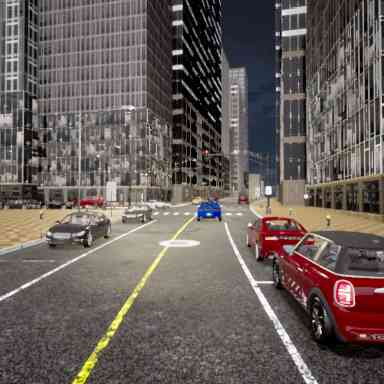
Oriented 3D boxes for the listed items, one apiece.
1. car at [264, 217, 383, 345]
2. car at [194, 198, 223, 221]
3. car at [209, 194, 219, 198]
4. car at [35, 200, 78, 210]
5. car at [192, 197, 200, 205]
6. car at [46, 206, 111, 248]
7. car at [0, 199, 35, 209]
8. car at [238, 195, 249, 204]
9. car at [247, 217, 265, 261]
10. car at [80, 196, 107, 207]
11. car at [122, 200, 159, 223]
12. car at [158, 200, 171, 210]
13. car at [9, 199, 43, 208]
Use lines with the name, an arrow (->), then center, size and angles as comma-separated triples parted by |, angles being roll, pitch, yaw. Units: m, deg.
car -> 2.814, 1.441, 6.327 | 1.967, 1.590, 4.097 | 1, 0, 2
car -> 1.478, 1.494, 27.135 | 1.882, 1.535, 5.008 | 0, 0, 5
car -> 5.152, 1.491, 78.767 | 2.192, 1.841, 5.009 | 1, 0, 14
car -> -16.961, 1.637, 41.927 | 4.313, 1.339, 1.947 | 0, -1, 13
car -> 1.158, 1.641, 62.528 | 1.752, 1.417, 4.829 | 1, 0, 12
car -> -4.881, 1.561, 14.875 | 2.008, 1.369, 4.403 | 1, 0, 3
car -> -22.402, 1.653, 43.217 | 4.403, 1.369, 2.008 | 0, -1, 13
car -> 10.075, 1.411, 65.083 | 2.192, 1.841, 5.009 | 1, 0, 13
car -> 3.006, 1.547, 11.967 | 1.887, 1.381, 4.507 | 1, 0, 3
car -> -15.150, 1.535, 49.599 | 5.009, 1.841, 2.192 | 0, -1, 13
car -> -4.130, 1.574, 25.665 | 2.008, 1.369, 4.403 | 1, 0, 5
car -> -5.267, 1.699, 43.969 | 4.718, 1.301, 1.895 | -1, -1, 30
car -> -26.037, 1.833, 52.177 | 4.403, 1.369, 2.008 | 0, -1, 13
